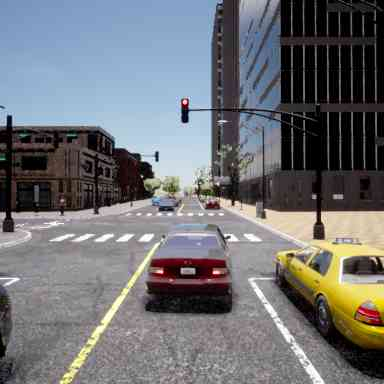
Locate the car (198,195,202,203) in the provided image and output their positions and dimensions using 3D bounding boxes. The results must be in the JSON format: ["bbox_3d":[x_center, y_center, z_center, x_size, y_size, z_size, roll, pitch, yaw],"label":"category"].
[{"bbox_3d":[2.687,1.553,72.000,1.752,1.417,4.829,1,0,0],"label":"car"}]

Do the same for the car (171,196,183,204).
[{"bbox_3d":[-3.041,1.517,66.738,2.128,1.511,4.902,0,0,0],"label":"car"}]

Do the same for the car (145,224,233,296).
[{"bbox_3d":[0.074,1.550,8.828,2.033,1.411,5.357,0,0,3],"label":"car"}]

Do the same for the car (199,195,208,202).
[{"bbox_3d":[2.686,1.556,77.534,1.752,1.417,4.829,1,0,0],"label":"car"}]

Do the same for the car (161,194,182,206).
[{"bbox_3d":[-3.105,1.370,51.278,2.097,1.767,4.553,0,0,0],"label":"car"}]

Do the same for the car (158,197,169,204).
[{"bbox_3d":[-5.693,1.607,66.306,1.802,1.307,4.206,1,0,0],"label":"car"}]

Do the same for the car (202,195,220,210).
[{"bbox_3d":[2.694,1.456,44.155,1.967,1.590,4.097,1,0,0],"label":"car"}]

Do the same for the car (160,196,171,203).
[{"bbox_3d":[-5.694,1.594,71.840,1.947,1.339,4.313,1,0,0],"label":"car"}]

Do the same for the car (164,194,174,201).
[{"bbox_3d":[-5.692,1.348,82.909,2.192,1.841,5.009,1,0,0],"label":"car"}]

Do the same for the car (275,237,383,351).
[{"bbox_3d":[2.837,1.527,6.377,1.752,1.417,4.829,1,0,0],"label":"car"}]

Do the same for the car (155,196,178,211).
[{"bbox_3d":[-3.132,1.562,41.139,2.033,1.411,5.357,0,0,-3],"label":"car"}]

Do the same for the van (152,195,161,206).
[{"bbox_3d":[-5.687,1.362,55.237,1.690,1.788,3.998,1,0,0],"label":"van"}]

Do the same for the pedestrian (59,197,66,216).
[{"bbox_3d":[-12.551,1.369,32.147,0.375,1.860,0.375,0,0,1],"label":"pedestrian"}]

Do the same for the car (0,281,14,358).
[{"bbox_3d":[-3.101,1.492,2.097,2.128,1.511,4.902,0,0,0],"label":"car"}]

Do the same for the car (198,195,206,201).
[{"bbox_3d":[2.683,1.580,88.434,1.887,1.381,4.507,1,0,0],"label":"car"}]
